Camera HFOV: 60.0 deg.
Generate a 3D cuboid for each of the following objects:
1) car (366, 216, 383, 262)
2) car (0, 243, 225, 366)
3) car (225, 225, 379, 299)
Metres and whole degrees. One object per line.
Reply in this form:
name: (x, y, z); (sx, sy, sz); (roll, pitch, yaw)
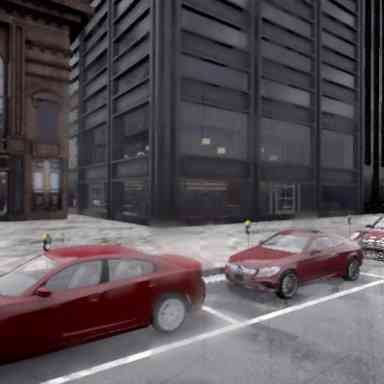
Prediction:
car: (7.326, 1.534, 11.768); (4.097, 1.590, 1.967); (1, 0, -36)
car: (-1.853, 1.555, 5.212); (4.507, 1.381, 1.887); (1, 0, -36)
car: (2.736, 1.634, 8.489); (4.206, 1.307, 1.802); (1, 0, -36)
